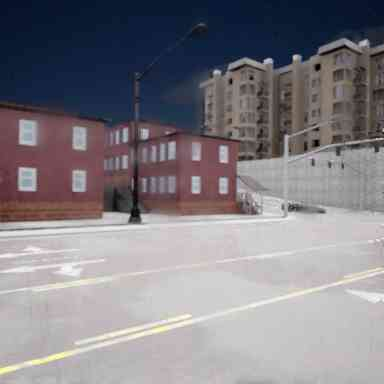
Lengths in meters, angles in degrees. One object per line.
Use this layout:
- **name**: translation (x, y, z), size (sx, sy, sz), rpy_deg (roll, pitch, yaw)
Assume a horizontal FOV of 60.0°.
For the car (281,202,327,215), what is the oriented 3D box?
- **car**: translation (13.299, 1.900, 39.778), size (2.033, 1.411, 5.357), rpy_deg (1, 3, -36)
